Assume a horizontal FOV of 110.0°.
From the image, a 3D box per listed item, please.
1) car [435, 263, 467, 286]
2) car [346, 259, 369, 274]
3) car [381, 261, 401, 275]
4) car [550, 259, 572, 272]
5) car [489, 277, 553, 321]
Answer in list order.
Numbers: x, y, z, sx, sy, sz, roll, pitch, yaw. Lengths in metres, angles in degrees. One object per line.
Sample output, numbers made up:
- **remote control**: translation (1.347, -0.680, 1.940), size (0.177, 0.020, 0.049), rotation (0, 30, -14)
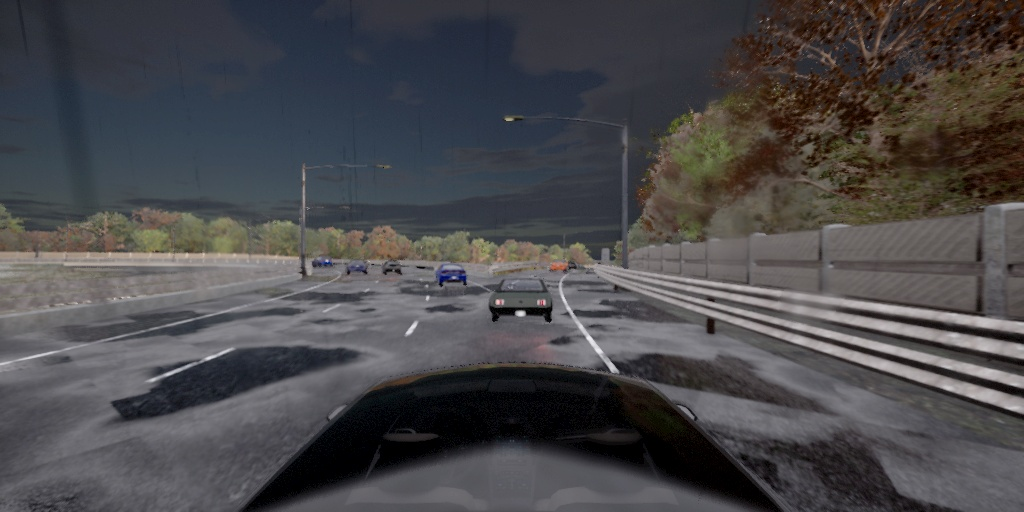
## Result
- **car**: translation (-4.494, 1.263, 26.051), size (1.882, 1.535, 5.008), rotation (0, 0, -16)
- **car**: translation (-18.525, 1.153, 42.687), size (2.097, 1.767, 4.553), rotation (0, 0, -26)
- **car**: translation (-13.889, 1.310, 41.200), size (1.837, 1.490, 4.892), rotation (0, 0, -25)
- **car**: translation (6.464, 1.207, 48.429), size (2.097, 1.767, 4.553), rotation (0, 0, 14)
- **car**: translation (0.393, 1.372, 12.555), size (1.895, 1.301, 4.718), rotation (0, 0, 4)
